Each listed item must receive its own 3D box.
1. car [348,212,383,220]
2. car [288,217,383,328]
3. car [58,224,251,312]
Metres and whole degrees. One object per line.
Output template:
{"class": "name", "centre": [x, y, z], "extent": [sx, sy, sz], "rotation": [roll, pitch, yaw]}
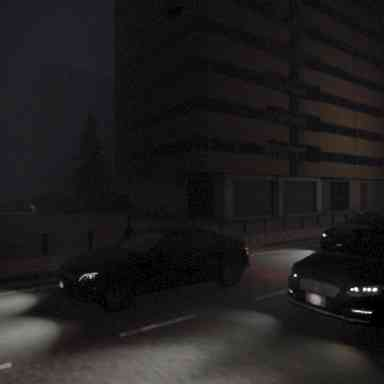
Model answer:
{"class": "car", "centre": [7.550, 1.560, 13.702], "extent": [5.357, 1.411, 2.033], "rotation": [0, 0, -36]}
{"class": "car", "centre": [4.016, 1.499, 6.869], "extent": [4.902, 1.511, 2.128], "rotation": [0, 0, -36]}
{"class": "car", "centre": [-0.638, 1.531, 7.832], "extent": [4.674, 1.442, 1.812], "rotation": [0, 0, -35]}
